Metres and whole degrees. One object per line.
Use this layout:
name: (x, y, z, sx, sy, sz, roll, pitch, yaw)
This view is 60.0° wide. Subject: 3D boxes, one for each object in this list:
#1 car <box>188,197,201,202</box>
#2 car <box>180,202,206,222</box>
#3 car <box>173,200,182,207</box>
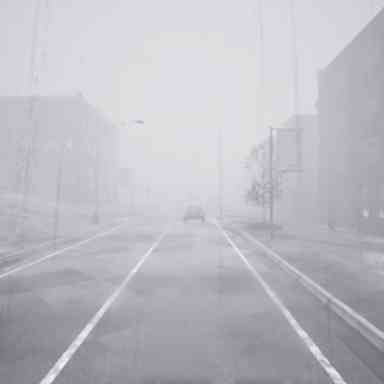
car: (0.428, 1.950, 59.016, 2.150, 2.045, 5.566, 0, -2, 1)
car: (0.220, 1.874, 29.349, 2.033, 1.411, 5.357, 0, -1, 1)
car: (-2.999, 2.339, 69.606, 2.033, 1.411, 5.357, 0, -1, 0)
